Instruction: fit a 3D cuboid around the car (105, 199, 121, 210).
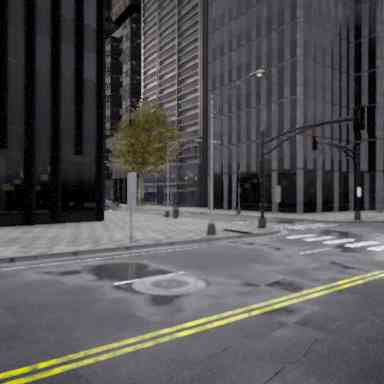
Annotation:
[{"bbox_3d":[-12.558,1.877,51.034,2.097,1.767,4.553,0,-1,-35],"label":"car"}]
